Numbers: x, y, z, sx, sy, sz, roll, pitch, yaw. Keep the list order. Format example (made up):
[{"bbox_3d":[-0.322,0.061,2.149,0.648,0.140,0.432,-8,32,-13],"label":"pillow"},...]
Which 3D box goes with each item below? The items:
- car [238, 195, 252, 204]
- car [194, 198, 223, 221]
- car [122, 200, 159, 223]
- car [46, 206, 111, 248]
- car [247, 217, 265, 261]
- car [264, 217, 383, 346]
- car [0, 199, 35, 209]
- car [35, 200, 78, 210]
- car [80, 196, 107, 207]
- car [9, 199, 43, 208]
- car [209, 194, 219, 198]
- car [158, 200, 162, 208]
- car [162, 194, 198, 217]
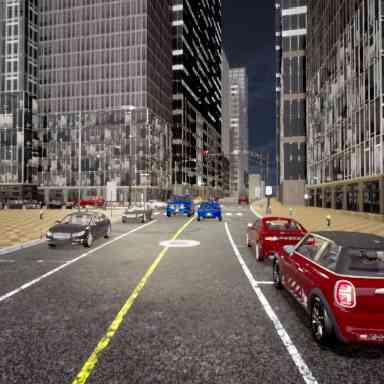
[{"bbox_3d":[10.095,1.412,65.066,2.192,1.841,5.009,1,0,13],"label":"car"},{"bbox_3d":[1.486,1.495,27.121,1.882,1.535,5.008,0,0,5],"label":"car"},{"bbox_3d":[-4.122,1.574,25.653,2.008,1.369,4.403,1,0,5],"label":"car"},{"bbox_3d":[-4.877,1.562,14.863,2.008,1.369,4.403,1,0,3],"label":"car"},{"bbox_3d":[3.010,1.547,11.953,1.887,1.381,4.507,1,0,3],"label":"car"},{"bbox_3d":[2.816,1.441,6.313,1.967,1.590,4.097,1,0,2],"label":"car"},{"bbox_3d":[-22.388,1.655,43.210,4.403,1.369,2.008,0,-1,13],"label":"car"},{"bbox_3d":[-16.948,1.638,41.919,4.313,1.339,1.947,0,-1,13],"label":"car"},{"bbox_3d":[-15.134,1.536,49.590,5.009,1.841,2.192,0,-1,13],"label":"car"},{"bbox_3d":[-26.020,1.835,52.171,4.403,1.369,2.008,0,-1,13],"label":"car"},{"bbox_3d":[5.176,1.493,78.752,2.192,1.841,5.009,1,0,14],"label":"car"},{"bbox_3d":[-5.342,1.702,44.003,4.718,1.301,1.895,-1,-1,30],"label":"car"},{"bbox_3d":[-0.999,1.251,31.470,2.150,2.045,5.566,0,0,6],"label":"car"}]
